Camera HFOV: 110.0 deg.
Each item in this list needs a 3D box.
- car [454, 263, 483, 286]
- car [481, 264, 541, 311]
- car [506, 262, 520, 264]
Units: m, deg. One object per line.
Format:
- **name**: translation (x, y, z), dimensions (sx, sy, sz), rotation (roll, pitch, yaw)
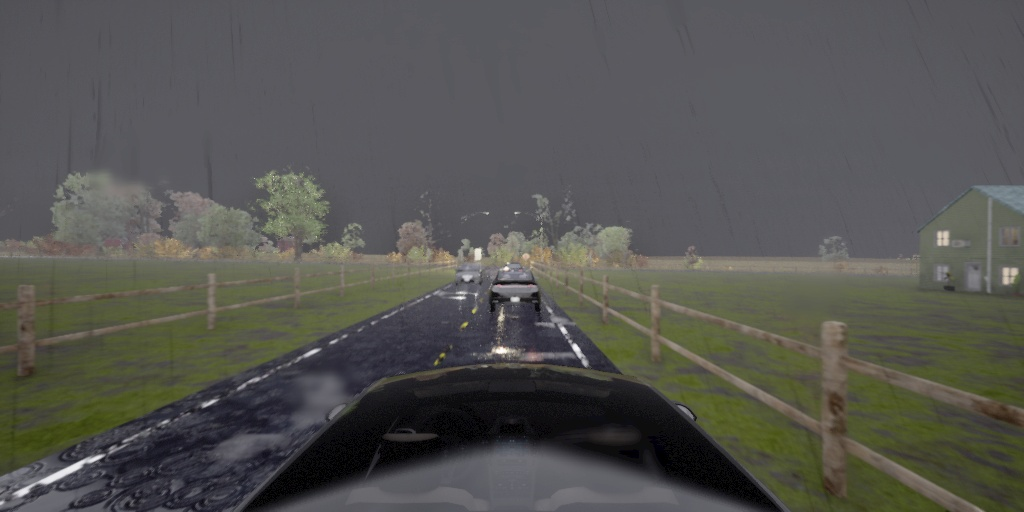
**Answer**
- **car**: translation (-2.836, 1.223, 25.173), dimensions (2.128, 1.511, 4.902), rotation (0, 0, 0)
- **car**: translation (0.107, 1.229, 14.315), dimensions (2.128, 1.511, 4.902), rotation (0, 0, 0)
- **car**: translation (0.118, 1.277, 31.947), dimensions (2.033, 1.411, 5.357), rotation (0, 0, 0)
